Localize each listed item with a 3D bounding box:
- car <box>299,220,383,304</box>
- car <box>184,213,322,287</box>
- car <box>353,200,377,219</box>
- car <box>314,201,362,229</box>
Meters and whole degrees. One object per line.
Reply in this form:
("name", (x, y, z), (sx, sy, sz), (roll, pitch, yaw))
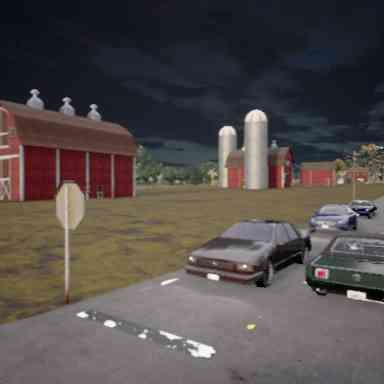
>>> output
("car", (4.256, 1.603, 7.915), (1.895, 1.301, 4.718), (1, 1, 34))
("car", (1.979, 1.513, 9.632), (2.033, 1.411, 5.357), (1, 1, 34))
("car", (13.565, 1.334, 26.725), (1.895, 1.301, 4.718), (1, 2, 34))
("car", (7.918, 1.432, 18.400), (1.812, 1.442, 4.674), (1, 1, 34))
